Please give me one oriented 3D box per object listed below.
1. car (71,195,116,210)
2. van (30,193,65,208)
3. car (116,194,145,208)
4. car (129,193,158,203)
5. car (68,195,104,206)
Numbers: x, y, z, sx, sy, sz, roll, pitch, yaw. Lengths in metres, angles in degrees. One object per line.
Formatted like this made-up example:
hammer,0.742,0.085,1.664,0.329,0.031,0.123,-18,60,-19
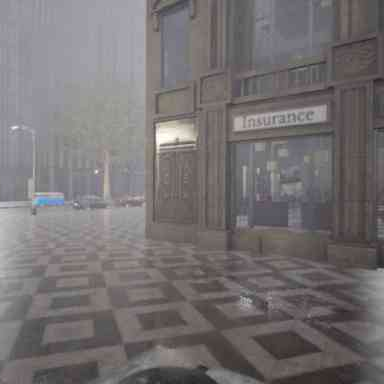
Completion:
car,-10.747,1.276,35.820,1.947,1.339,4.313,1,2,36
van,-17.667,0.983,40.794,1.690,1.788,3.998,1,1,36
car,-7.462,1.185,40.376,1.887,1.381,4.507,2,2,36
car,-7.911,0.944,54.332,1.752,1.417,4.829,2,2,36
car,-14.384,1.123,45.354,2.008,1.369,4.403,1,2,36
